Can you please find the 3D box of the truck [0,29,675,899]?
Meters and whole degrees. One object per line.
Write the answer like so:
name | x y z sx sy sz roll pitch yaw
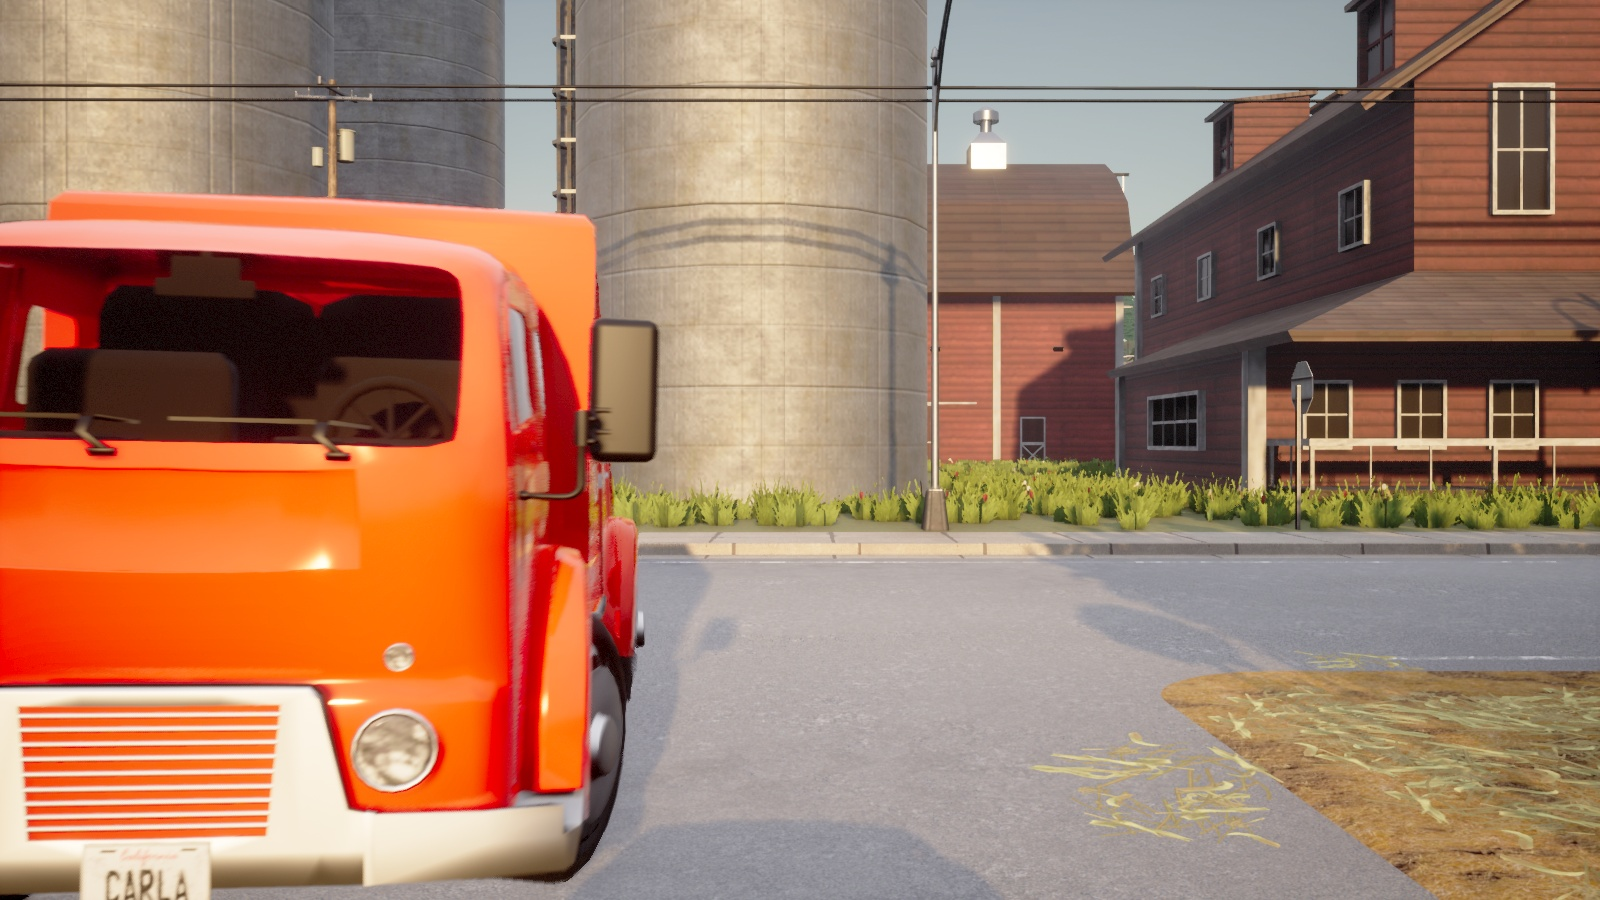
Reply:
truck | -2.011 0.227 5.599 2.627 2.467 5.204 2 0 -8
